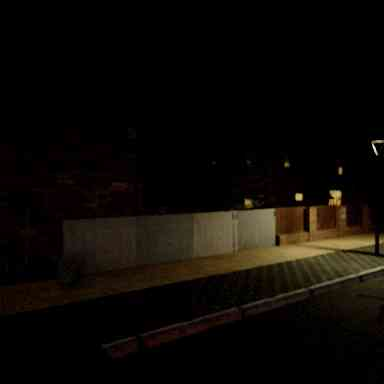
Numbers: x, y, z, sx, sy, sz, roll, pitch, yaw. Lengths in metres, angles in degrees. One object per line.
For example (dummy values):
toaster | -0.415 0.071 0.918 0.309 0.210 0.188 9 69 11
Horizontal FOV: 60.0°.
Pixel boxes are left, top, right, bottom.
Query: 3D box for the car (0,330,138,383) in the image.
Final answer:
car | -2.423 1.608 1.344 4.718 1.301 1.895 0 0 -36
